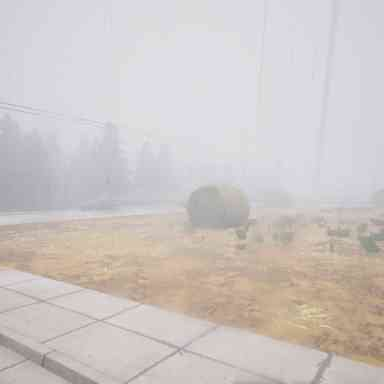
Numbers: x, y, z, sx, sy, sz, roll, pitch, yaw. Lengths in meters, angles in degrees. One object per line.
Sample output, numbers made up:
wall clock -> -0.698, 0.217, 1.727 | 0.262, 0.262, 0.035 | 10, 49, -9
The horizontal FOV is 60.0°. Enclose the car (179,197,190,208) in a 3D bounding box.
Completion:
car -> 0.606, 1.590, 46.680 | 1.994, 1.385, 4.181 | 0, 0, 37

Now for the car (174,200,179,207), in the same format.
car -> -0.776, 1.520, 50.957 | 2.128, 1.511, 4.902 | 0, 0, 37

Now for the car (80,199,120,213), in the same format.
car -> -10.450, 1.533, 37.968 | 1.837, 1.490, 4.892 | 0, -1, 37
